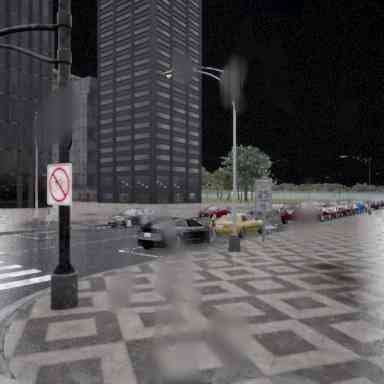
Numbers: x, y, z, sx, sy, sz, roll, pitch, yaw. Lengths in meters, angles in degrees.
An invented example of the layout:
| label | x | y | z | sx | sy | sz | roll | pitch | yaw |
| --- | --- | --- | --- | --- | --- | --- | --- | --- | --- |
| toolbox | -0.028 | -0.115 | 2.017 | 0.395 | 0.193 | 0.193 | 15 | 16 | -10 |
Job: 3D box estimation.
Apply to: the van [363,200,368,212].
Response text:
| label | x | y | z | sx | sy | sz | roll | pitch | yaw |
| --- | --- | --- | --- | --- | --- | --- | --- | --- | --- |
| van | 25.646 | 2.289 | 51.644 | 1.690 | 1.788 | 3.998 | -1 | -2 | 35 |

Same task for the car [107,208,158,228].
| label | x | y | z | sx | sy | sz | roll | pitch | yaw |
| --- | --- | --- | --- | --- | --- | --- | --- | --- | --- |
| car | -4.219 | 1.842 | 24.421 | 2.008 | 1.369 | 4.403 | -1 | -1 | 35 |

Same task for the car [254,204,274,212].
| label | x | y | z | sx | sy | sz | roll | pitch | yaw |
| --- | --- | --- | --- | --- | --- | --- | --- | --- | --- |
| car | 8.881 | 2.210 | 42.804 | 2.008 | 1.369 | 4.403 | -1 | -2 | 35 |

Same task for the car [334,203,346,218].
| label | x | y | z | sx | sy | sz | roll | pitch | yaw |
| --- | --- | --- | --- | --- | --- | --- | --- | --- | --- |
| car | 15.823 | 2.246 | 37.856 | 1.802 | 1.307 | 4.206 | -1 | -2 | 36 |

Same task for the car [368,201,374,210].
| label | x | y | z | sx | sy | sz | roll | pitch | yaw |
| --- | --- | --- | --- | --- | --- | --- | --- | --- | --- |
| car | 28.922 | 2.592 | 56.235 | 2.008 | 1.369 | 4.403 | -1 | -2 | 35 |

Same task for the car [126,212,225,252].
| label | x | y | z | sx | sy | sz | roll | pitch | yaw |
| --- | --- | --- | --- | --- | --- | --- | --- | --- | --- |
| car | -0.557 | 1.775 | 14.872 | 1.947 | 1.339 | 4.313 | -1 | -2 | 35 |

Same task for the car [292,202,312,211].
| label | x | y | z | sx | sy | sz | roll | pitch | yaw |
| --- | --- | --- | --- | --- | --- | --- | --- | --- | --- |
| car | 18.707 | 2.494 | 56.591 | 2.008 | 1.369 | 4.403 | -1 | -2 | 35 |

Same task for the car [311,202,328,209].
| label | x | y | z | sx | sy | sz | roll | pitch | yaw |
| --- | --- | --- | --- | --- | --- | --- | --- | --- | --- |
| car | 25.258 | 2.673 | 65.783 | 1.887 | 1.381 | 4.507 | -1 | -2 | 35 |

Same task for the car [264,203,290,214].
| label | x | y | z | sx | sy | sz | roll | pitch | yaw |
| --- | --- | --- | --- | --- | --- | --- | --- | --- | --- |
| car | 12.156 | 2.305 | 47.399 | 2.008 | 1.369 | 4.403 | -1 | -2 | 35 |

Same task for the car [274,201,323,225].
| label | x | y | z | sx | sy | sz | roll | pitch | yaw |
| --- | --- | --- | --- | --- | --- | --- | --- | --- | --- |
| car | 9.268 | 1.791 | 28.665 | 2.192 | 1.841 | 5.009 | -1 | -2 | 35 |

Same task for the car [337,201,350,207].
| label | x | y | z | sx | sy | sz | roll | pitch | yaw |
| --- | --- | --- | --- | --- | --- | --- | --- | --- | --- |
| car | 38.360 | 3.037 | 84.166 | 2.008 | 1.369 | 4.403 | -1 | -1 | 35 |

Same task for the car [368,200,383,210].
| label | x | y | z | sx | sy | sz | roll | pitch | yaw |
| --- | --- | --- | --- | --- | --- | --- | --- | --- | --- |
| car | 35.473 | 2.539 | 65.433 | 2.192 | 1.841 | 5.009 | -1 | -2 | 35 |

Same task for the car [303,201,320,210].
| label | x | y | z | sx | sy | sz | roll | pitch | yaw |
| --- | --- | --- | --- | --- | --- | --- | --- | --- | --- |
| car | 21.982 | 2.476 | 61.189 | 1.967 | 1.590 | 4.097 | -1 | -2 | 35 |

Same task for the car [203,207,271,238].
| label | x | y | z | sx | sy | sz | roll | pitch | yaw |
| --- | --- | --- | --- | --- | --- | --- | --- | --- | --- |
| car | 2.816 | 1.824 | 19.606 | 1.752 | 1.417 | 4.829 | -1 | -2 | 35 |

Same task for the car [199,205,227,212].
| label | x | y | z | sx | sy | sz | roll | pitch | yaw |
| --- | --- | --- | --- | --- | --- | --- | --- | --- | --- |
| car | 2.331 | 2.016 | 33.613 | 1.887 | 1.381 | 4.507 | -1 | -2 | 35 |

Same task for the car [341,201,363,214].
| label | x | y | z | sx | sy | sz | roll | pitch | yaw |
| --- | --- | --- | --- | --- | --- | --- | --- | --- | --- |
| car | 22.370 | 2.294 | 47.046 | 1.967 | 1.590 | 4.097 | -1 | -2 | 35 |

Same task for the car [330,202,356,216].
| label | x | y | z | sx | sy | sz | roll | pitch | yaw |
| --- | --- | --- | --- | --- | --- | --- | --- | --- | --- |
| car | 19.095 | 2.304 | 42.447 | 1.887 | 1.381 | 4.507 | -1 | -2 | 35 |

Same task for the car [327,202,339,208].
| label | x | y | z | sx | sy | sz | roll | pitch | yaw |
| --- | --- | --- | --- | --- | --- | --- | --- | --- | --- |
| car | 31.809 | 2.891 | 74.974 | 1.802 | 1.307 | 4.206 | -1 | -2 | 35 |

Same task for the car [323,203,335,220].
| label | x | y | z | sx | sy | sz | roll | pitch | yaw |
| --- | --- | --- | --- | --- | --- | --- | --- | --- | --- |
| car | 12.544 | 2.114 | 33.255 | 1.887 | 1.381 | 4.507 | -1 | -2 | 35 |
